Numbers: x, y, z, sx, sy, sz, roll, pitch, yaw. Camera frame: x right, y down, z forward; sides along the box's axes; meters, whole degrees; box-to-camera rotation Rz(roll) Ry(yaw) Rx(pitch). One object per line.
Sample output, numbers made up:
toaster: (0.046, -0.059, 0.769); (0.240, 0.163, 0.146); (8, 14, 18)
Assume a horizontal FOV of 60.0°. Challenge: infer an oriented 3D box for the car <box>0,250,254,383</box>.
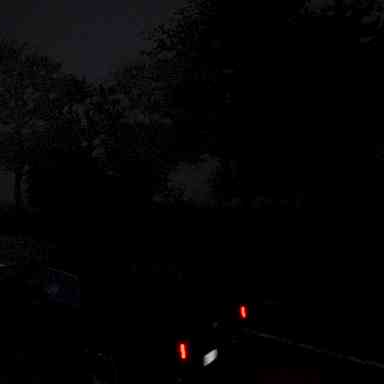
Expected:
car: (-1.585, 1.598, 5.122); (4.718, 1.301, 1.895); (0, 0, 35)
